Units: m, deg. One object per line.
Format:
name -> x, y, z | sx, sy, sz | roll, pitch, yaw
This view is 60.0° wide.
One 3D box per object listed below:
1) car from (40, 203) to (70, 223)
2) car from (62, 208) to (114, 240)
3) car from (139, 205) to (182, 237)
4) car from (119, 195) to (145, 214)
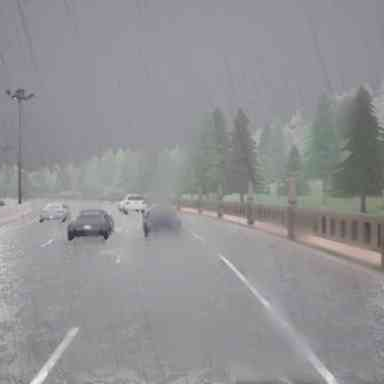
car -> -10.830, 1.606, 26.423 | 1.812, 1.442, 4.674 | 0, 0, -15
car -> -5.206, 1.610, 17.483 | 1.994, 1.385, 4.181 | 0, 0, -10
car -> -1.797, 1.635, 18.474 | 1.895, 1.301, 4.718 | 0, 0, -10
car -> -6.592, 1.300, 36.226 | 2.150, 2.045, 5.566 | 0, 0, -20
